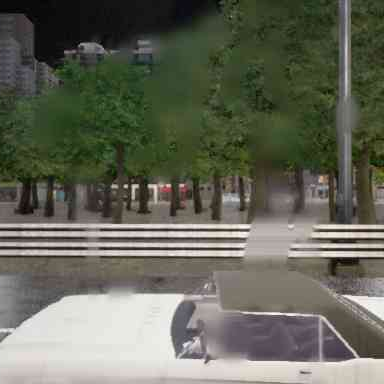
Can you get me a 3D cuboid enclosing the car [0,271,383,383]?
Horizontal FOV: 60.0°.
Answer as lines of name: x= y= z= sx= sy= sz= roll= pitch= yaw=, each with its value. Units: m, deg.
car: x=0.411 y=1.601 z=3.558 sx=4.718 sy=1.301 sz=1.895 roll=0 pitch=0 yaw=1
